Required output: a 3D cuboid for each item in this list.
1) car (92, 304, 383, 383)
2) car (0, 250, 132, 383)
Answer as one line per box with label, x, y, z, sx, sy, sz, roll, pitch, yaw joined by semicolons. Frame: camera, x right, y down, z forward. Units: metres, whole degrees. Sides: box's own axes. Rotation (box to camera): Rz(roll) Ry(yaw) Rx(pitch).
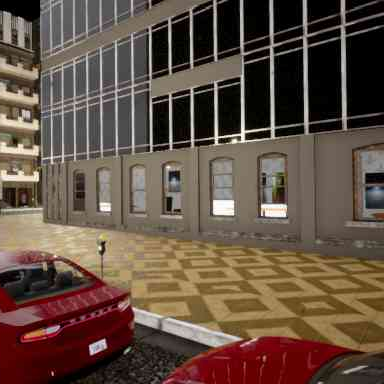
car;1.738;1.545;1.645;4.507;1.381;1.887;0;-1;36
car;-2.832;1.546;4.912;4.507;1.381;1.887;0;-1;36
